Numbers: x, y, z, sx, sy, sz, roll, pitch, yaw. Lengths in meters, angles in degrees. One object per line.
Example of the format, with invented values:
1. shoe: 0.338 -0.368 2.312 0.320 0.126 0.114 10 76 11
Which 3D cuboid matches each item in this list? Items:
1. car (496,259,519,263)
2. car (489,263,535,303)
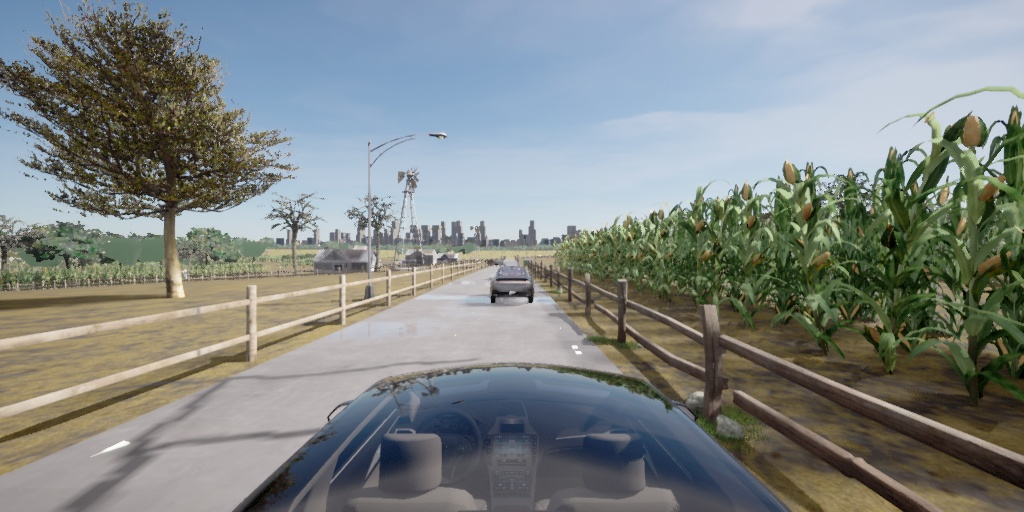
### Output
1. car: 0.000 1.257 31.504 2.128 1.511 4.902 0 0 0
2. car: 0.000 1.244 16.501 2.128 1.511 4.902 0 0 0
